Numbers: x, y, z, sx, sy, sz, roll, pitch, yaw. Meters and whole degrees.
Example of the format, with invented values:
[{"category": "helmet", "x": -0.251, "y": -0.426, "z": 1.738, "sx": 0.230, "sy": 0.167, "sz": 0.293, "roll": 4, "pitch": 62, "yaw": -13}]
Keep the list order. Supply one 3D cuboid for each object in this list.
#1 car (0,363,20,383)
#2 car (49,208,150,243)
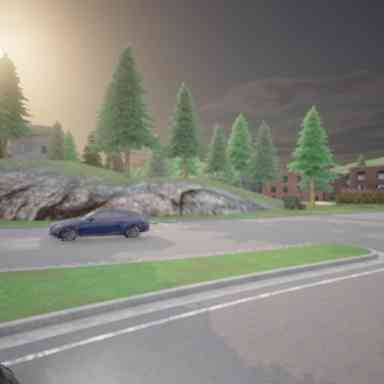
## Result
[{"category": "car", "x": -3.183, "y": 1.504, "z": 1.079, "sx": 4.892, "sy": 1.490, "sz": 1.837, "roll": 0, "pitch": 0, "yaw": -40}, {"category": "car", "x": -4.354, "y": 1.533, "z": 16.054, "sx": 4.674, "sy": 1.442, "sz": 1.812, "roll": 0, "pitch": 0, "yaw": -23}]
